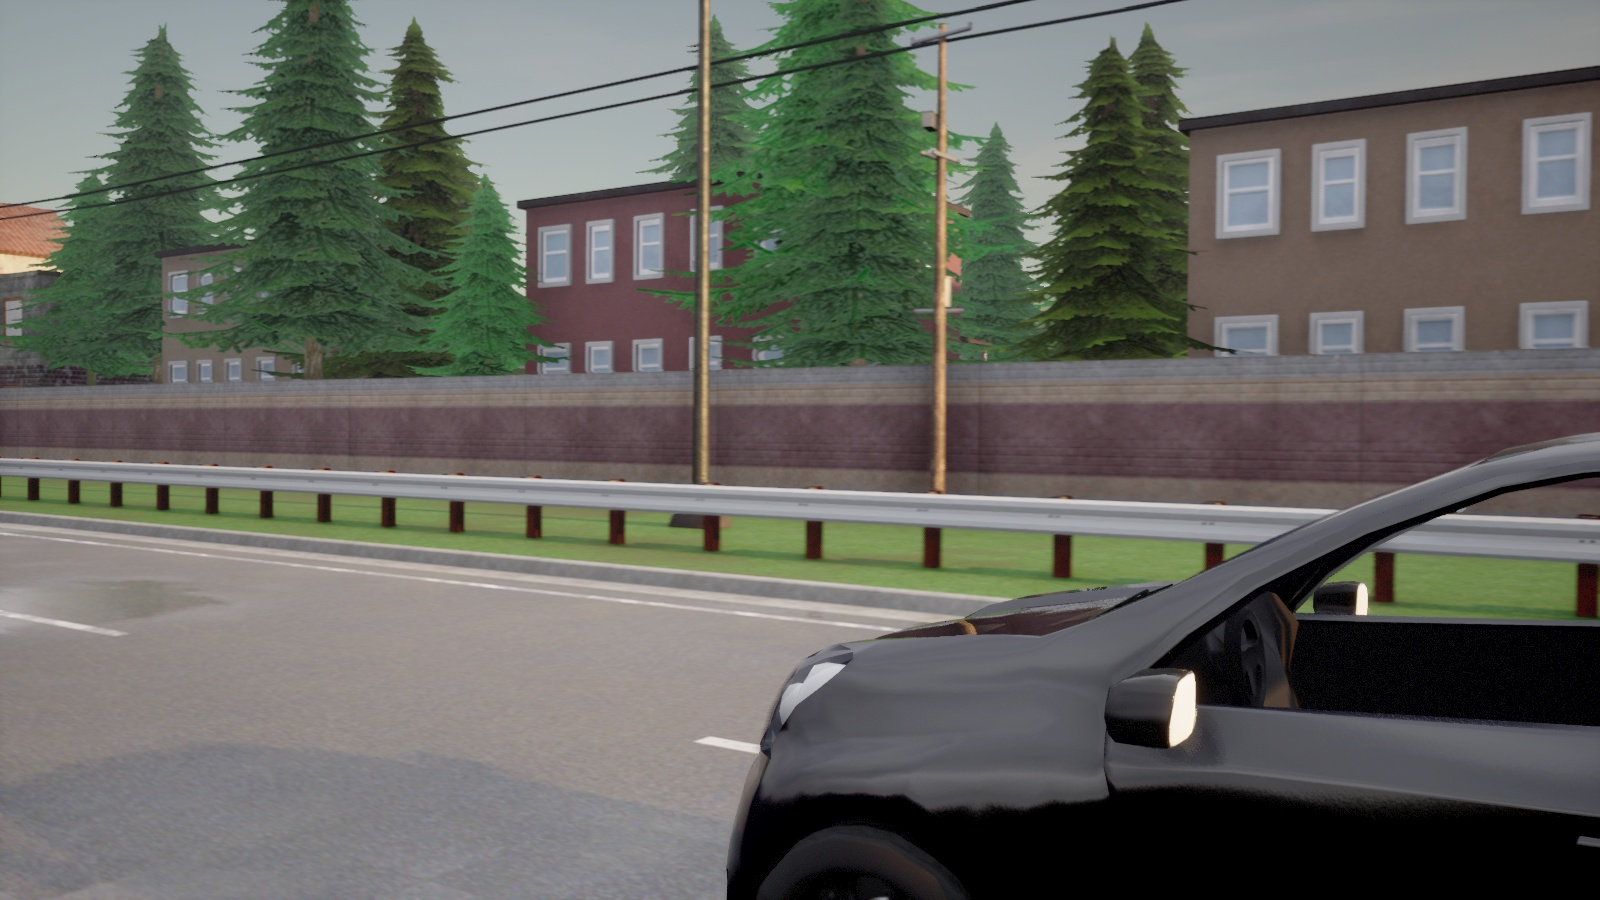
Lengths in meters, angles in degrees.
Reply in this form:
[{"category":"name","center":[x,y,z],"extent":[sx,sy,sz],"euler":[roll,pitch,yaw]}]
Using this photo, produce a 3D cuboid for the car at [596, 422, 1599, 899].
[{"category":"car","center":[1.574,0.696,2.578],"extent":[3.633,1.501,1.845],"euler":[0,1,34]}]
